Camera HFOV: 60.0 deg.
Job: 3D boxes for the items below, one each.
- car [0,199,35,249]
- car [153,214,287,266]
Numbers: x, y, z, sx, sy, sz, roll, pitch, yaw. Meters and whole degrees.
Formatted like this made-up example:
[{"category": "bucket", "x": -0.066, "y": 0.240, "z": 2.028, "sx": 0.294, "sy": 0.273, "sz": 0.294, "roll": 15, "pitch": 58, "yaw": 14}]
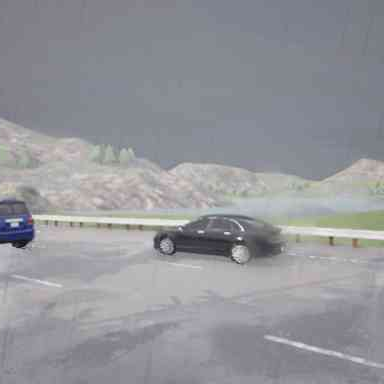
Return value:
[{"category": "car", "x": -8.860, "y": 1.328, "z": 13.681, "sx": 5.566, "sy": 2.045, "sz": 2.150, "roll": -1, "pitch": 0, "yaw": 31}, {"category": "car", "x": 0.823, "y": 1.538, "z": 11.732, "sx": 4.892, "sy": 1.490, "sz": 1.837, "roll": -1, "pitch": 0, "yaw": 34}]
